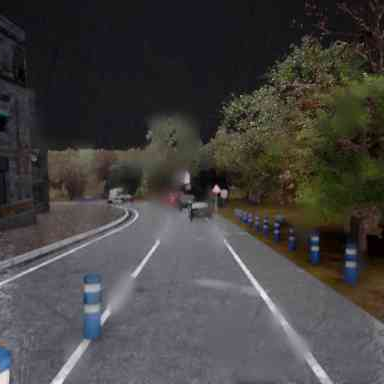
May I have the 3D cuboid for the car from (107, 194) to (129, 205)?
[{"bbox_3d":[-13.732,1.541,59.493,2.128,1.511,4.902,-4,2,-33],"label":"car"}]

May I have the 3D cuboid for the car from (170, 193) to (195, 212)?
[{"bbox_3d":[-0.837,1.245,40.379,2.150,2.045,5.566,-1,1,-13],"label":"car"}]

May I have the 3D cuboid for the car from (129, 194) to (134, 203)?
[{"bbox_3d":[-13.296,1.230,64.824,2.097,1.767,4.553,-5,2,-39],"label":"car"}]

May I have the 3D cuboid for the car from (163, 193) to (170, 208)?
[{"bbox_3d":[-2.516,1.151,46.422,2.150,2.045,5.566,-2,1,-18],"label":"car"}]

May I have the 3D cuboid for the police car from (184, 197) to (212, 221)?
[{"bbox_3d":[0.653,1.623,30.163,1.930,1.638,5.238,0,1,-4],"label":"police car"}]

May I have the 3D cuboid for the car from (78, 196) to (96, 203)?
[{"bbox_3d":[-24.103,1.592,75.945,4.718,1.301,1.895,-2,3,37],"label":"car"}]
